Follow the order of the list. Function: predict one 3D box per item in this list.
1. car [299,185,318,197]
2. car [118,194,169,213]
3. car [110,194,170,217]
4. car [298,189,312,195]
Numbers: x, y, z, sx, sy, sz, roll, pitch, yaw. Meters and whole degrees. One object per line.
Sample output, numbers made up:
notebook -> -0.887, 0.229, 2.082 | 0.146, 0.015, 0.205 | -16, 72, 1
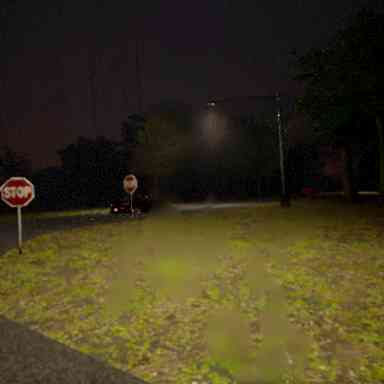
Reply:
car -> 21.381, -0.251, 60.195 | 2.150, 2.045, 5.566 | -3, -1, 28
car -> -4.736, 1.127, 33.229 | 2.128, 1.511, 4.902 | -4, 0, 34
car -> -3.474, 0.894, 22.703 | 1.812, 1.442, 4.674 | -4, -1, 34
car -> 27.107, 0.004, 79.691 | 1.994, 1.385, 4.181 | -4, -1, 34
